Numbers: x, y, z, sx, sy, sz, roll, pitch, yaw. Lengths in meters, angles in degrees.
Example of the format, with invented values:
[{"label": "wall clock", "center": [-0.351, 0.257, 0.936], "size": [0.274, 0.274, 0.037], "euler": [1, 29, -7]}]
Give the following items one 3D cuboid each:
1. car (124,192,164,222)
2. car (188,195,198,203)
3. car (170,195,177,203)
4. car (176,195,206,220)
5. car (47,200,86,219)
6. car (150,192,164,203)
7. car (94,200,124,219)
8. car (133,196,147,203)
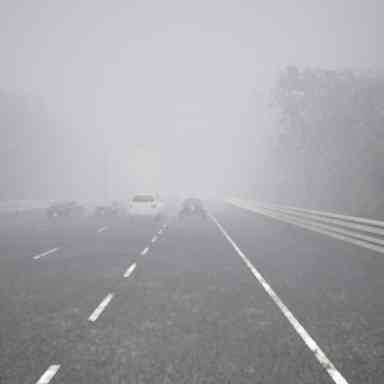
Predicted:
[{"label": "car", "center": [-3.455, 1.140, 26.000], "size": [2.150, 2.045, 5.566], "euler": [0, 0, 1]}, {"label": "car", "center": [0.209, 1.304, 64.940], "size": [1.837, 1.490, 4.892], "euler": [0, 0, 1]}, {"label": "car", "center": [-3.298, 1.289, 65.464], "size": [2.128, 1.511, 4.902], "euler": [0, 0, 1]}, {"label": "car", "center": [0.058, 1.263, 27.519], "size": [2.097, 1.767, 4.553], "euler": [0, 0, 0]}, {"label": "car", "center": [-10.438, 1.417, 27.842], "size": [1.837, 1.490, 4.892], "euler": [0, 1, 0]}, {"label": "car", "center": [-6.806, 1.021, 65.160], "size": [2.150, 2.045, 5.566], "euler": [0, 0, 1]}, {"label": "car", "center": [-6.937, 1.434, 28.271], "size": [1.812, 1.442, 4.674], "euler": [0, 0, 0]}, {"label": "car", "center": [-10.301, 1.397, 66.201], "size": [1.895, 1.301, 4.718], "euler": [0, 0, 1]}]
